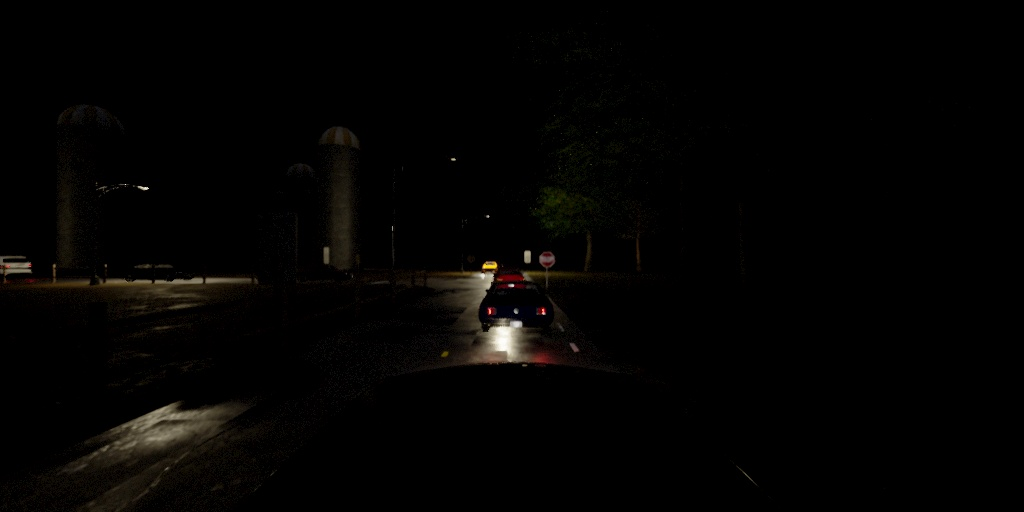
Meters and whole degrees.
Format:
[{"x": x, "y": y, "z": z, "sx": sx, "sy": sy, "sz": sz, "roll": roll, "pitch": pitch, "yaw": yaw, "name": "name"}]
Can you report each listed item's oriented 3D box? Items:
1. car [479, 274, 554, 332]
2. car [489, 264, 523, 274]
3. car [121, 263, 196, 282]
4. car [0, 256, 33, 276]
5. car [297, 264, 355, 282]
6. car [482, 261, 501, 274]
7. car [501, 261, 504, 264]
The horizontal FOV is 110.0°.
[{"x": 0.107, "y": 1.395, "z": 11.003, "sx": 1.895, "sy": 1.301, "sz": 4.718, "roll": 0, "pitch": 0, "yaw": 0, "name": "car"}, {"x": -0.264, "y": 1.382, "z": 21.329, "sx": 1.812, "sy": 1.442, "sz": 4.674, "roll": 0, "pitch": 0, "yaw": -5, "name": "car"}, {"x": -28.909, "y": 1.316, "z": 29.432, "sx": 5.008, "sy": 1.535, "sz": 1.882, "roll": 0, "pitch": 0, "yaw": 0, "name": "car"}, {"x": -46.786, "y": 1.041, "z": 32.198, "sx": 5.566, "sy": 2.045, "sz": 2.150, "roll": 0, "pitch": 0, "yaw": 0, "name": "car"}, {"x": -15.485, "y": 1.398, "z": 29.570, "sx": 4.674, "sy": 1.442, "sz": 1.812, "roll": 0, "pitch": 0, "yaw": -2, "name": "car"}, {"x": -2.823, "y": 1.523, "z": 47.034, "sx": 1.882, "sy": 1.535, "sz": 5.008, "roll": 0, "pitch": -1, "yaw": 0, "name": "car"}, {"x": -2.787, "y": 1.684, "z": 60.771, "sx": 2.128, "sy": 1.511, "sz": 4.902, "roll": 0, "pitch": -1, "yaw": 0, "name": "car"}]
